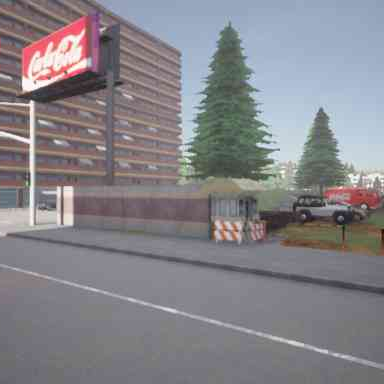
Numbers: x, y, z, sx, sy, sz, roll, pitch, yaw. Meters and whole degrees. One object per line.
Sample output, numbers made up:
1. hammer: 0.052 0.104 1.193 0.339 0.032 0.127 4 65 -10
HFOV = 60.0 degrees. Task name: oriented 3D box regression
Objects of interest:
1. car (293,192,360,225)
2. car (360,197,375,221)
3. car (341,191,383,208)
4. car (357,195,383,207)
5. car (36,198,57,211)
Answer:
1. car: 8.767 1.146 22.286 3.866 1.878 1.905 0 0 35
2. car: 10.705 1.336 24.346 4.193 1.474 1.816 0 0 35
3. car: 23.053 1.114 44.818 4.605 1.855 1.932 0 0 35
4. car: 26.174 1.283 48.098 3.988 1.617 1.851 0 0 35
5. car: -16.285 1.475 39.903 2.128 1.511 4.902 0 0 35
